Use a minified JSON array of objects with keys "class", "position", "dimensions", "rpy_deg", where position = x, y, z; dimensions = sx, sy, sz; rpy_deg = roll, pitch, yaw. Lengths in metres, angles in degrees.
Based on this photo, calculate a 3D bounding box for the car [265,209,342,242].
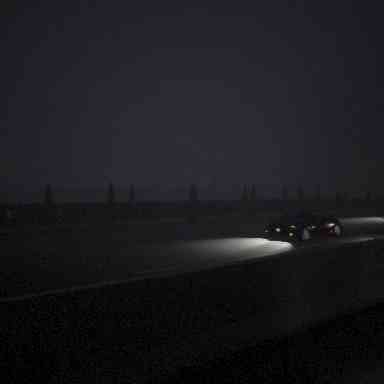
[{"class":"car","position":[5.611,1.574,16.594],"dimensions":[4.181,1.385,1.994],"rpy_deg":[0,0,-35]}]
